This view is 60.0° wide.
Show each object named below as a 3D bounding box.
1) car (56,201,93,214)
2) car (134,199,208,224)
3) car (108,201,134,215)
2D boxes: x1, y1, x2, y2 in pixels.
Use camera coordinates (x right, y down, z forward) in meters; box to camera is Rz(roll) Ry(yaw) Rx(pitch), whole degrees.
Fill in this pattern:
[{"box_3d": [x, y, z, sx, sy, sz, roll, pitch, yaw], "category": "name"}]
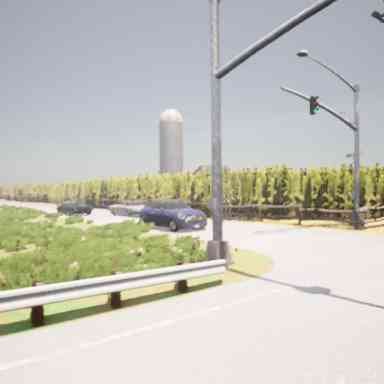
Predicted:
[{"box_3d": [-11.010, 1.518, 31.108, 1.895, 1.301, 4.718, -1, 1, -40], "category": "car"}, {"box_3d": [-1.161, 1.243, 19.445, 2.097, 1.767, 4.553, -1, 1, -40], "category": "car"}, {"box_3d": [-5.645, 1.455, 29.650, 1.895, 1.301, 4.718, -1, 1, -41], "category": "car"}]
